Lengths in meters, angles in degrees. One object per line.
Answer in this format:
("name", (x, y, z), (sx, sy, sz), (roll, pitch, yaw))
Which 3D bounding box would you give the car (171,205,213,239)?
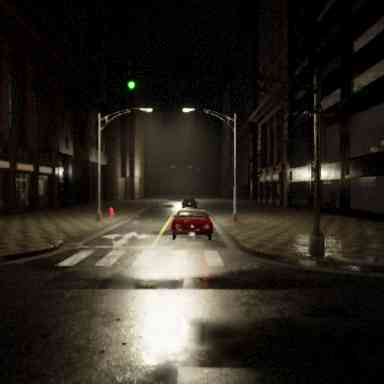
("car", (-0.018, 1.536, 16.728), (1.895, 1.301, 4.718), (0, 0, -1))

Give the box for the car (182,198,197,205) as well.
("car", (-0.326, 1.419, 43.444), (1.994, 1.385, 4.181), (0, 0, -1))
